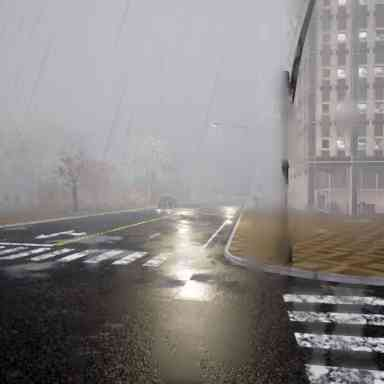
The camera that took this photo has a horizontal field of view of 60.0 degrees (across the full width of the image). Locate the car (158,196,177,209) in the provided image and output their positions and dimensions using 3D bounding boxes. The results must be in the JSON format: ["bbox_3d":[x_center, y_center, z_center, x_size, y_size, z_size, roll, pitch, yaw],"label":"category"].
[{"bbox_3d":[-3.994,1.680,55.013,2.150,2.045,5.566,1,-1,10],"label":"car"}]
